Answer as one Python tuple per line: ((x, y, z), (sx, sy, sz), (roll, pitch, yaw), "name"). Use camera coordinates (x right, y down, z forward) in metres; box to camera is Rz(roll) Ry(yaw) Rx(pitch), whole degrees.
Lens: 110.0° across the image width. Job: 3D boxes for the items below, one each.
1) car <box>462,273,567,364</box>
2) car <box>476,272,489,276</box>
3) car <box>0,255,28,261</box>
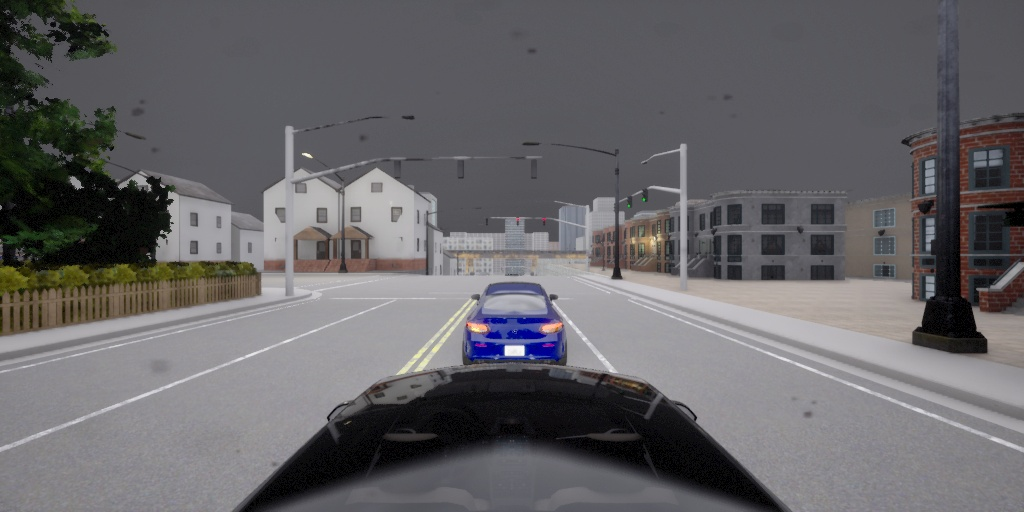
((0.059, 1.276, 7.753), (1.812, 1.442, 4.674), (0, 0, 0), "car")
((-3.604, 2.929, 47.212), (2.097, 1.767, 4.553), (-1, -13, 0), "car")
((-44.713, 0.971, 30.667), (5.566, 2.045, 2.150), (0, 0, 0), "car")
